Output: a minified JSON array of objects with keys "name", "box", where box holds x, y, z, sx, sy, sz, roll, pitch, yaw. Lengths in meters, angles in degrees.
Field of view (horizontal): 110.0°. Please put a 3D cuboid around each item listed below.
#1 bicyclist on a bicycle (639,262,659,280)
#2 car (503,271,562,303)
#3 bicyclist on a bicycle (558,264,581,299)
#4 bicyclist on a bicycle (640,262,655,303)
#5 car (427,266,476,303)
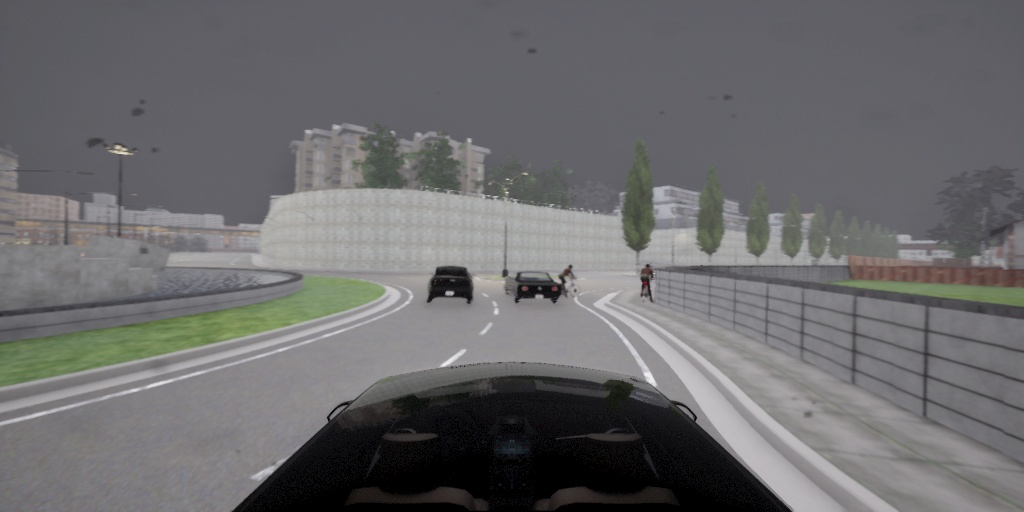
[{"name":"bicyclist on a bicycle","box":[12.563,1.400,32.876,1.656,1.620,0.582,1,0,-16]},{"name":"car","box":[0.780,1.336,16.583,1.895,1.301,4.718,1,0,-8]},{"name":"bicyclist on a bicycle","box":[2.696,1.226,17.334,1.656,1.620,0.582,1,0,-30]},{"name":"bicyclist on a bicycle","box":[5.710,1.145,15.221,0.582,1.620,1.656,1,0,32]},{"name":"car","box":[-2.721,1.168,16.087,1.837,1.490,4.892,2,0,-8]}]
